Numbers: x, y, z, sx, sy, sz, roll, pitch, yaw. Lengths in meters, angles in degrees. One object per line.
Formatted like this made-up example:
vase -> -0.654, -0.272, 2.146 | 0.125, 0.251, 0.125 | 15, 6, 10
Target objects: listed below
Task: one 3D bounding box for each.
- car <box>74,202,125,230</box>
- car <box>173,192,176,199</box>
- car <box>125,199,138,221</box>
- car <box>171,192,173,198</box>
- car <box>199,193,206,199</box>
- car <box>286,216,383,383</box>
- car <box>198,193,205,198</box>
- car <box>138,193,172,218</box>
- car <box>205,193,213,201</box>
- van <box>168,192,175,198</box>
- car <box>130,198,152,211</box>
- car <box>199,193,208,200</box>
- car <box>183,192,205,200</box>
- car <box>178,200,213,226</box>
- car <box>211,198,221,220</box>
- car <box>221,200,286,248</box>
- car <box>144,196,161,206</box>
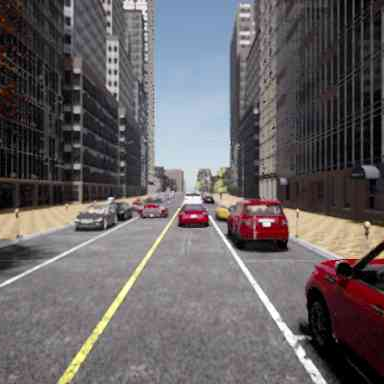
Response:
car -> -5.684, 1.445, 20.098 | 2.008, 1.369, 4.403 | 0, 0, 0
car -> -5.675, 0.926, 88.403 | 1.967, 1.590, 4.097 | 0, 0, 0
car -> -5.684, 1.428, 25.791 | 1.947, 1.339, 4.313 | 0, 0, 0
car -> -5.678, 1.175, 71.328 | 1.802, 1.307, 4.206 | 0, 0, 0
car -> 2.704, 1.067, 88.388 | 1.802, 1.307, 4.206 | 0, 0, 0
car -> 2.695, 1.299, 3.008 | 2.192, 1.841, 5.009 | 0, 0, 0
car -> 2.705, 0.973, 94.250 | 1.752, 1.417, 4.829 | 0, 0, 0
car -> -3.095, 1.203, 27.755 | 2.097, 1.767, 4.553 | 0, 0, 0
car -> 2.700, 1.262, 54.238 | 1.947, 1.339, 4.313 | 0, 0, 0
van -> -5.674, 0.790, 94.095 | 1.690, 1.788, 3.998 | 0, 0, 0
car -> -5.682, 1.379, 37.174 | 1.802, 1.307, 4.206 | 0, 0, 0
car -> 2.704, 0.997, 77.003 | 1.967, 1.590, 4.097 | 0, 0, 0
car -> 0.107, 0.995, 41.325 | 2.150, 2.045, 5.566 | 0, 0, 0
car -> 0.103, 1.445, 22.281 | 1.994, 1.385, 4.181 | 0, 0, 0
car -> 2.697, 1.386, 25.946 | 1.752, 1.417, 4.829 | 0, 0, 0
car -> 2.697, 1.239, 14.392 | 2.192, 1.841, 5.009 | 0, 0, 0
car -> -5.681, 1.281, 48.559 | 2.008, 1.369, 4.403 | 0, 0, 0
